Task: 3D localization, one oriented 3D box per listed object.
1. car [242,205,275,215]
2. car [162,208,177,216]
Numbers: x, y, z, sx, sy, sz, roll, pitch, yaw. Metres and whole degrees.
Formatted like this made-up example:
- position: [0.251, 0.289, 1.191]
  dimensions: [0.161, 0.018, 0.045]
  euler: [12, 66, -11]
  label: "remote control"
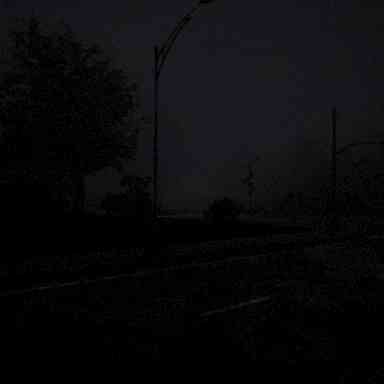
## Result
- position: [9.223, 2.493, 46.720]
  dimensions: [2.033, 1.411, 5.357]
  euler: [0, -3, -32]
  label: "car"
- position: [-4.338, 3.237, 54.872]
  dimensions: [1.895, 1.301, 4.718]
  euler: [0, -3, -32]
  label: "car"
